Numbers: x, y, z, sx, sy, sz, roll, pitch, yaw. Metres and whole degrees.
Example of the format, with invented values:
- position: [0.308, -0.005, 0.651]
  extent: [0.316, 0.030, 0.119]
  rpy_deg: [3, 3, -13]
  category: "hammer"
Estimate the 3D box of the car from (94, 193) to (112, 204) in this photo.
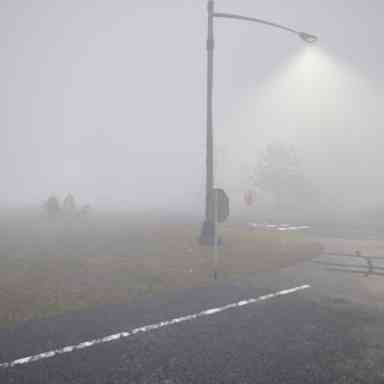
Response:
- position: [-16.205, 1.149, 60.985]
  extent: [2.150, 2.045, 5.566]
  rpy_deg: [0, 0, -34]
  category: "car"

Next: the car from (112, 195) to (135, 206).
- position: [-10.636, 1.509, 52.663]
  extent: [1.994, 1.385, 4.181]
  rpy_deg: [0, 0, -33]
  category: "car"
